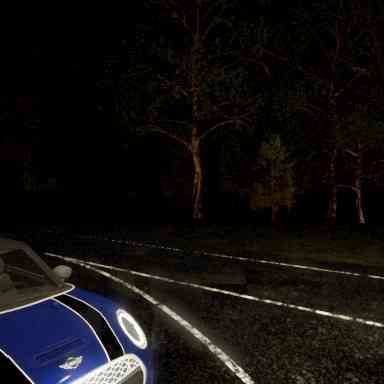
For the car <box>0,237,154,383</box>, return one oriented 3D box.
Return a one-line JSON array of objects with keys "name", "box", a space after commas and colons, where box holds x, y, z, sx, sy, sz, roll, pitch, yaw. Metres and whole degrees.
[{"name": "car", "box": [-2.582, 1.338, 3.726, 4.553, 1.767, 2.097, 1, 0, 35]}]
